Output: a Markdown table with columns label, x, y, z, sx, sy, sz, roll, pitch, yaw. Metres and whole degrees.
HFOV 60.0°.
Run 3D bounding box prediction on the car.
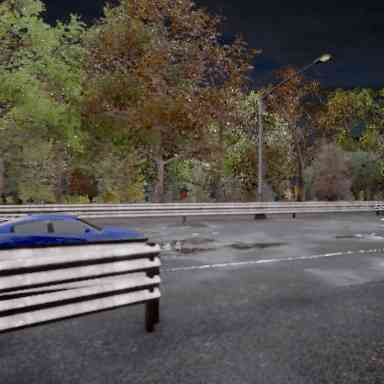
| label | x | y | z | sx | sy | sz | roll | pitch | yaw |
| --- | --- | --- | --- | --- | --- | --- | --- | --- | --- |
| car | -3.947 | 1.410 | 9.976 | 5.008 | 1.535 | 1.882 | 0 | 0 | -23 |
